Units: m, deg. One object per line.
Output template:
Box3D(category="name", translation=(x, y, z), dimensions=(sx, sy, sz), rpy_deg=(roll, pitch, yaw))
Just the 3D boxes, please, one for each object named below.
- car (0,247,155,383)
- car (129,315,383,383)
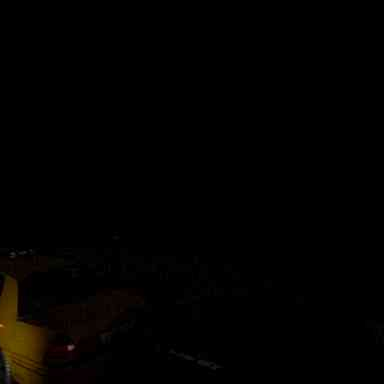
Box3D(category="car", translation=(-2.697, 1.524, 5.012), dimensions=(4.829, 1.417, 1.752), rpy_deg=(0, 1, 35))
Box3D(category="car", translation=(1.990, 1.551, 1.672), dimensions=(4.403, 1.369, 2.008), rpy_deg=(0, 1, 35))
